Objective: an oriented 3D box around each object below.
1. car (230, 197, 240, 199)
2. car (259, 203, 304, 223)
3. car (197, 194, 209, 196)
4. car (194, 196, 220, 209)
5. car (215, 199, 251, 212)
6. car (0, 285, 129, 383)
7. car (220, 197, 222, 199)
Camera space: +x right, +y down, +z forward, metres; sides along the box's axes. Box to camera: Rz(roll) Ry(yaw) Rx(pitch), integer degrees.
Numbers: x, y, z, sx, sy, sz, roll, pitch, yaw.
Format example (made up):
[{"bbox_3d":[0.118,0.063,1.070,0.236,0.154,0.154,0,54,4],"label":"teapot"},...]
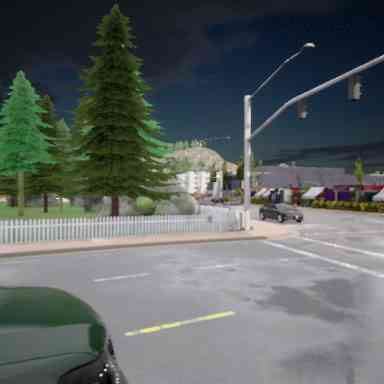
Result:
[{"bbox_3d":[7.926,1.751,62.189,2.128,1.511,4.902,0,0,-17],"label":"car"},{"bbox_3d":[7.235,1.668,27.361,1.837,1.490,4.892,0,0,-16],"label":"car"},{"bbox_3d":[2.102,1.470,69.458,2.150,2.045,5.566,0,0,-17],"label":"car"},{"bbox_3d":[1.727,1.688,45.679,1.837,1.490,4.892,0,0,-17],"label":"car"},{"bbox_3d":[4.570,1.774,36.215,1.895,1.301,4.718,0,0,-17],"label":"car"},{"bbox_3d":[-3.022,1.209,1.479,5.566,2.045,2.150,0,0,-36],"label":"car"},{"bbox_3d":[5.234,1.772,71.032,1.837,1.490,4.892,0,0,-17],"label":"car"}]
